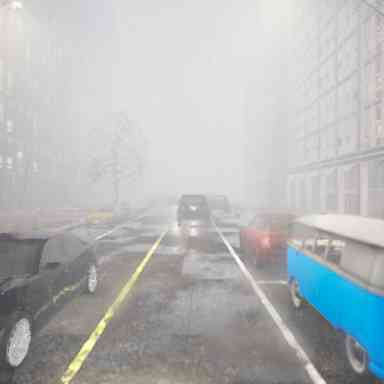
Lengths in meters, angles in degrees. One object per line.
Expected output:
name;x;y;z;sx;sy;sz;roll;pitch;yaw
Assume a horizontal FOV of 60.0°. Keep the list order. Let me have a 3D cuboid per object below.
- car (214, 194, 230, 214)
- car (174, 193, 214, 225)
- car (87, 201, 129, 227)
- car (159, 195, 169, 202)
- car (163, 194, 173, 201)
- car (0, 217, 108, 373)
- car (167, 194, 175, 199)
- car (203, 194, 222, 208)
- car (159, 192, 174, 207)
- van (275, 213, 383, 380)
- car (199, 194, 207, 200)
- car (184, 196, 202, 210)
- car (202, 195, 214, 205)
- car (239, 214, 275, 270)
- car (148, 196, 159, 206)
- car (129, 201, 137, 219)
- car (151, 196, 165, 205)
car;2.689;1.210;33.650;2.192;1.841;5.009;0;0;0
car;0.099;1.150;23.368;2.150;2.045;5.566;0;0;0
car;-5.692;1.458;22.105;1.752;1.417;4.829;0;0;0
car;-5.699;1.349;67.813;1.802;1.307;4.206;0;0;0
car;-5.701;1.270;79.199;2.008;1.369;4.403;0;0;0
car;-3.101;1.461;5.817;1.882;1.535;5.008;0;0;0
car;-5.703;1.216;90.583;1.887;1.381;4.507;0;0;0
car;2.687;1.170;45.034;2.192;1.841;5.009;0;0;0
car;-3.091;1.198;47.255;2.097;1.767;4.553;0;0;0
van;2.692;1.327;5.190;1.690;1.788;3.998;0;0;0
car;2.679;1.262;84.880;1.947;1.339;4.313;0;0;0
car;0.094;1.359;41.737;2.128;1.511;4.902;0;0;0
car;2.684;1.337;56.589;1.752;1.417;4.829;0;0;0
car;2.691;1.409;10.882;1.967;1.590;4.097;0;0;0
car;-5.696;1.384;50.738;2.008;1.369;4.403;0;0;0
car;-5.693;1.464;27.969;2.008;1.369;4.403;0;0;0
car;-5.697;1.378;56.430;1.947;1.339;4.313;0;0;0
